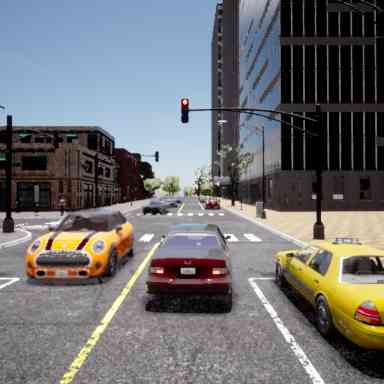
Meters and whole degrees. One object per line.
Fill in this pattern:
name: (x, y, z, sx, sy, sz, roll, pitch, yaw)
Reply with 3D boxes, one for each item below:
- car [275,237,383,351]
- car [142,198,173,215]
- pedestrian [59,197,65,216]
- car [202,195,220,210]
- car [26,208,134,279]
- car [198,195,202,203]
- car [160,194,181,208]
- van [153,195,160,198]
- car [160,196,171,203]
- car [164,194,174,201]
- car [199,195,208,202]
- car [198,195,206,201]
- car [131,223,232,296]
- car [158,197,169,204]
car: (2.837, 1.527, 6.384, 1.752, 1.417, 4.829, 1, 0, 0)
car: (-3.639, 1.612, 34.192, 1.895, 1.301, 4.718, 0, 0, 8)
pedestrian: (-12.553, 1.368, 32.153, 0.375, 1.860, 0.375, 0, 0, 1)
car: (2.691, 1.455, 44.162, 1.967, 1.590, 4.097, 1, 0, 0)
car: (-3.105, 1.354, 10.156, 2.097, 1.767, 4.553, 0, 0, 0)
car: (2.683, 1.552, 72.007, 1.752, 1.417, 4.829, 1, 0, 0)
car: (-3.109, 1.510, 48.966, 2.128, 1.511, 4.902, 0, 0, 0)
van: (-5.690, 1.361, 55.244, 1.690, 1.788, 3.998, 1, 0, 0)
car: (-5.698, 1.593, 71.847, 1.947, 1.339, 4.313, 1, 0, 0)
car: (-5.697, 1.346, 82.915, 2.192, 1.841, 5.009, 1, 0, 0)
car: (2.682, 1.554, 77.541, 1.752, 1.417, 4.829, 1, 0, 0)
car: (2.679, 1.578, 88.441, 1.887, 1.381, 4.507, 1, 0, 0)
car: (0.073, 1.550, 8.835, 2.033, 1.411, 5.357, 0, 0, 3)
car: (-5.697, 1.606, 66.312, 1.802, 1.307, 4.206, 1, 0, 0)
